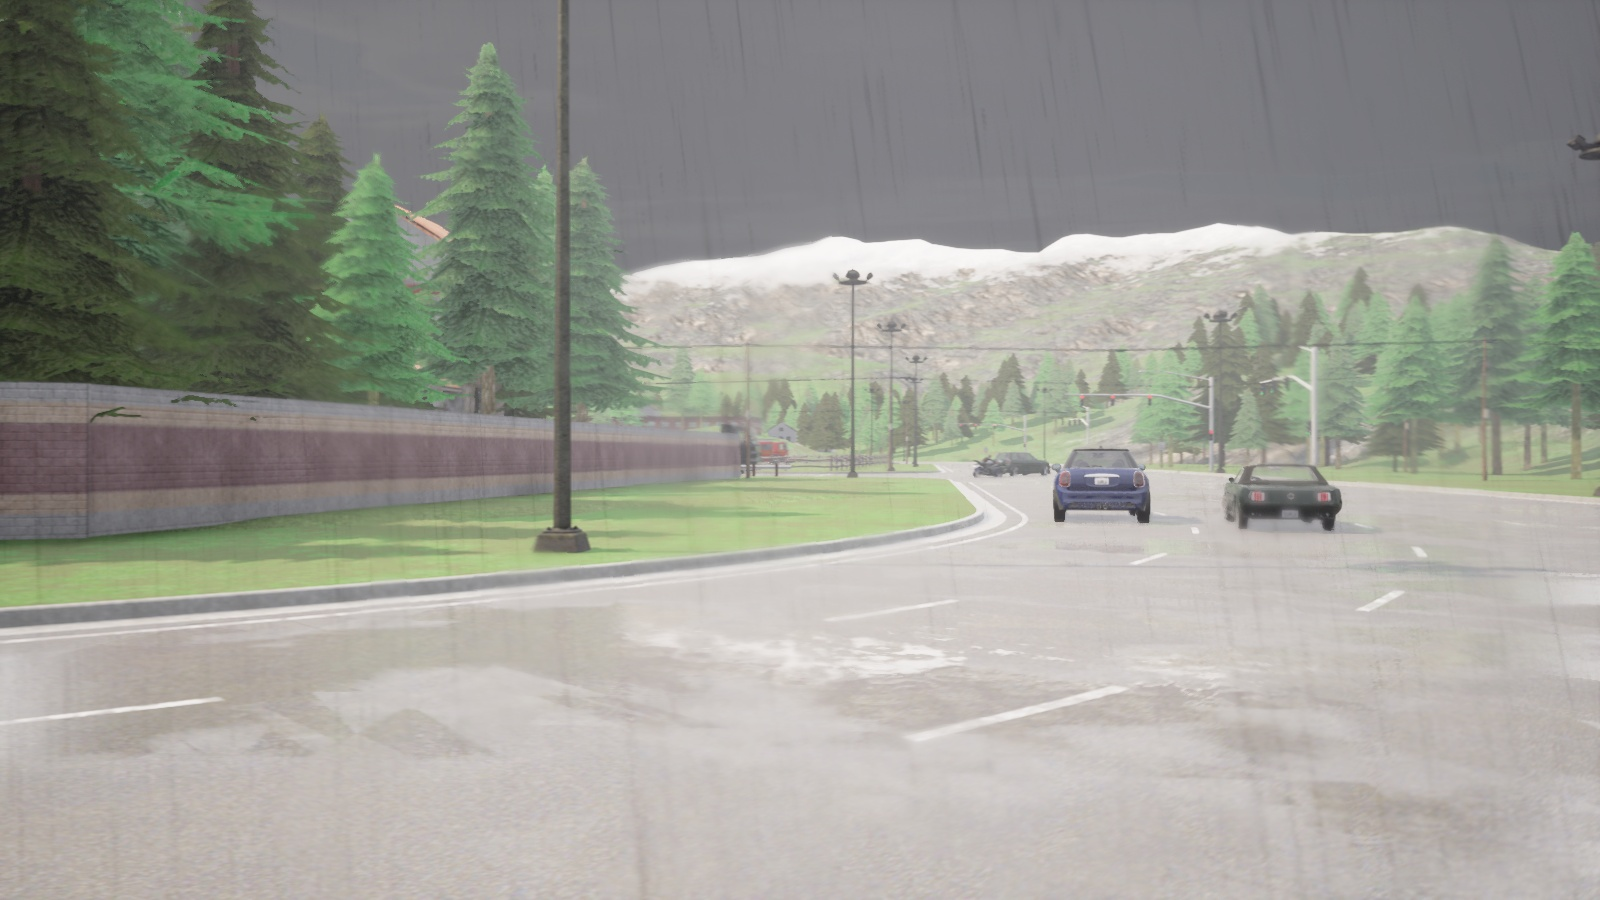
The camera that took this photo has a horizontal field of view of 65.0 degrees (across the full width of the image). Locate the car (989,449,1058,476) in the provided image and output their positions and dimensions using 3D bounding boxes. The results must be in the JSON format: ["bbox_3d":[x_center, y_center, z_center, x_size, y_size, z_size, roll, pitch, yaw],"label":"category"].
[{"bbox_3d":[15.465,0.855,86.751,4.553,1.767,2.097,0,0,-36],"label":"car"}]

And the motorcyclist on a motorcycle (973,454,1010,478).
[{"bbox_3d":[12.284,1.019,80.564,2.191,1.530,0.866,0,-1,-23],"label":"motorcyclist on a motorcycle"}]

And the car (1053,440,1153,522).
[{"bbox_3d":[7.013,0.684,29.466,2.097,1.767,4.553,0,0,11],"label":"car"}]

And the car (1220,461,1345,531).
[{"bbox_3d":[10.033,0.907,26.431,1.895,1.301,4.718,0,0,14],"label":"car"}]

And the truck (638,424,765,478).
[{"bbox_3d":[-6.417,0.062,82.728,7.936,3.462,2.891,0,0,5],"label":"truck"}]
